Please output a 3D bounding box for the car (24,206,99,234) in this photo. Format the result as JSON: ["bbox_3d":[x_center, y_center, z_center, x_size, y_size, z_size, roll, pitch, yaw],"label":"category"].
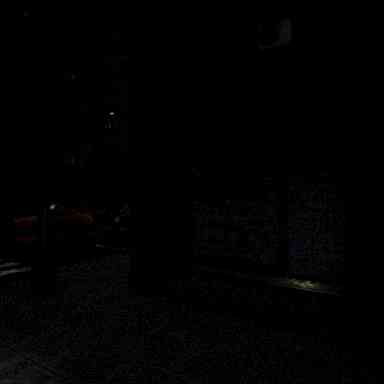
[{"bbox_3d":[-8.224,1.554,19.729,1.752,1.417,4.829,0,0,36],"label":"car"}]

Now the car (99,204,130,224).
[{"bbox_3d":[-4.975,1.584,24.270,2.008,1.369,4.403,0,0,36],"label":"car"}]

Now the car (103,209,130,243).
[{"bbox_3d":[-1.604,1.561,15.190,1.947,1.339,4.313,0,0,36],"label":"car"}]

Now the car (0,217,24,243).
[{"bbox_3d":[-9.986,1.492,13.625,1.882,1.535,5.008,0,0,44],"label":"car"}]
